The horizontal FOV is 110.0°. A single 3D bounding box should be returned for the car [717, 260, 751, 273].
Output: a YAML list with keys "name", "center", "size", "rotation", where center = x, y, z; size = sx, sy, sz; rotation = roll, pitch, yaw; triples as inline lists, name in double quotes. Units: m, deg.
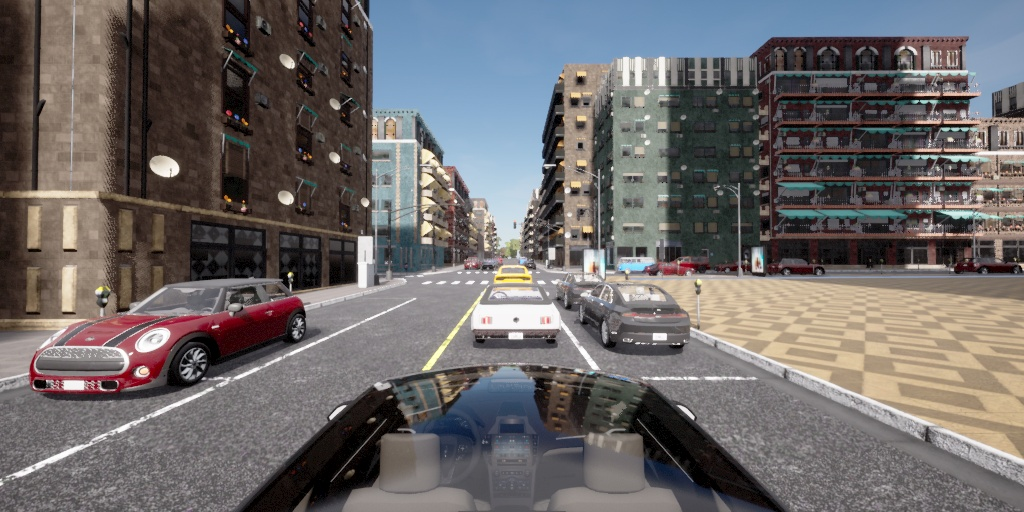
- name: "car"
  center: [24.743, 1.165, 39.556]
  size: [4.507, 1.381, 1.888]
  rotation: [0, 0, 0]

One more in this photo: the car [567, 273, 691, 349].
- name: "car"
  center: [2.805, 1.303, 9.011]
  size: [2.007, 1.370, 4.403]
  rotation: [0, 0, 0]

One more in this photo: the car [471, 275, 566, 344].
- name: "car"
  center: [0.082, 1.353, 9.593]
  size: [1.895, 1.301, 4.718]
  rotation: [0, 0, 0]

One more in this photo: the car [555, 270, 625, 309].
- name: "car"
  center: [2.793, 1.304, 14.580]
  size: [2.007, 1.370, 4.403]
  rotation: [0, 0, 0]

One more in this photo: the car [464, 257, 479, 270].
- name: "car"
  center: [-5.801, 1.083, 52.794]
  size: [2.192, 1.841, 5.009]
  rotation: [0, 0, 0]

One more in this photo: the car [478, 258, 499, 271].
- name: "car"
  center: [-3.222, 1.368, 50.464]
  size: [1.895, 1.301, 4.718]
  rotation: [0, 0, 1]

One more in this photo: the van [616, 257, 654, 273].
- name: "van"
  center: [13.688, 1.046, 39.611]
  size: [3.998, 1.789, 1.690]
  rotation: [0, 0, 0]

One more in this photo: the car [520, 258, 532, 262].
- name: "car"
  center: [2.580, 1.334, 52.773]
  size: [1.948, 1.339, 4.313]
  rotation: [0, 0, 0]

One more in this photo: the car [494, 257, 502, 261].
- name: "car"
  center: [-3.211, 1.319, 60.157]
  size: [2.033, 1.411, 5.357]
  rotation: [0, 0, 0]

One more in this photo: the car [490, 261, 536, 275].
- name: "car"
  center: [0.055, 1.233, 19.047]
  size: [1.882, 1.535, 5.008]
  rotation: [0, 0, 0]

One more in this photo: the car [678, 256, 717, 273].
- name: "car"
  center: [19.215, 0.977, 39.583]
  size: [5.009, 1.841, 2.192]
  rotation: [0, 0, 0]

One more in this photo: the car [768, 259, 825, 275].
- name: "car"
  center: [24.699, 0.936, 31.176]
  size: [4.097, 1.591, 1.967]
  rotation: [0, 0, 0]

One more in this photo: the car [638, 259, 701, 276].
- name: "car"
  center: [13.644, 1.163, 31.231]
  size: [4.207, 1.307, 1.802]
  rotation: [0, 0, 0]

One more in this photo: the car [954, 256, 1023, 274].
- name: "car"
  center: [41.281, 0.811, 31.093]
  size: [4.097, 1.591, 1.967]
  rotation: [0, 0, 0]

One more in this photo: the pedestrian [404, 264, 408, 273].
- name: "pedestrian"
  center: [-12.618, 1.097, 42.705]
  size: [0.375, 1.860, 0.375]
  rotation: [0, 0, 0]

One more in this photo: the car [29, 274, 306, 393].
- name: "car"
  center: [-5.830, 1.191, 6.756]
  size: [1.967, 1.591, 4.097]
  rotation: [0, 0, 0]
